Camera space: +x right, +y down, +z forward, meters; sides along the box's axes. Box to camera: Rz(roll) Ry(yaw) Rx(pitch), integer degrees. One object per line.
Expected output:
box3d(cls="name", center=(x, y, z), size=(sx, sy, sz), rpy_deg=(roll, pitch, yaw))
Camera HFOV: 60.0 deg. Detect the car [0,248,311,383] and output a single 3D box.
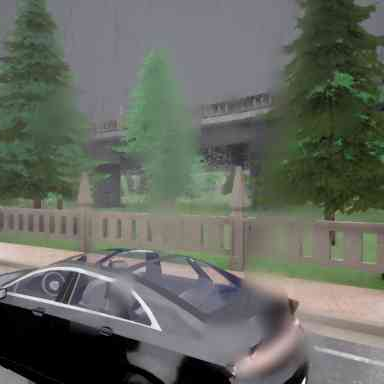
box3d(cls="car", center=(-1.100, 1.492, 4.193), size=(4.902, 1.511, 2.128), rpy_deg=(0, 0, 33))
